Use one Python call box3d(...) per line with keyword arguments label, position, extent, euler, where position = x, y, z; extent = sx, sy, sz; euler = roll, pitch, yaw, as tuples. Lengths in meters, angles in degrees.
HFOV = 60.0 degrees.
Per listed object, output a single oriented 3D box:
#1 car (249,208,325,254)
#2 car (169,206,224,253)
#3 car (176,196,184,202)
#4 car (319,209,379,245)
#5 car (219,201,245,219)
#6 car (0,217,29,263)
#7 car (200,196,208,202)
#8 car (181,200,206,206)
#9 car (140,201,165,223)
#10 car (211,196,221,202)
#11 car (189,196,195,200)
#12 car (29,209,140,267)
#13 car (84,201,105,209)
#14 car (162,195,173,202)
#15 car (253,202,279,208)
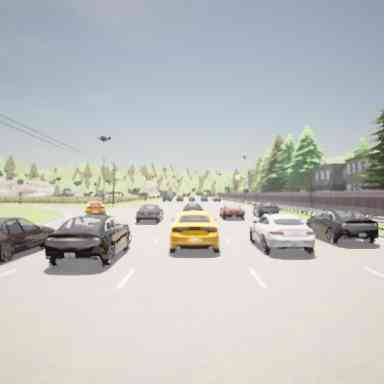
box3d(label="car", position=(3.599, 1.611, 13.809), extent=(1.812, 1.442, 4.674), euler=(0, 0, 0))
box3d(label="car", position=(0.097, 1.565, 14.258), extent=(1.882, 1.535, 5.008), euler=(0, 0, 0))
box3d(label="car", position=(-3.484, 2.056, 92.617), extent=(1.837, 1.490, 4.892), euler=(0, 0, 0))
box3d(label="car", position=(7.100, 1.592, 16.241), extent=(2.128, 1.511, 4.902), euler=(0, 0, 0))
box3d(label="car", position=(3.603, 1.787, 30.610), extent=(1.895, 1.301, 4.718), euler=(0, 0, 0))
box3d(label="car", position=(-6.901, 1.622, 12.156), extent=(2.033, 1.411, 5.357), euler=(0, 0, 0))
box3d(label="car", position=(3.516, 2.035, 92.616), extent=(1.882, 1.535, 5.008), euler=(0, 0, 0))
box3d(label="car", position=(0.103, 1.762, 32.741), extent=(1.994, 1.385, 4.181), euler=(0, 0, 0))
box3d(label="car", position=(-3.399, 1.712, 27.301), extent=(2.033, 1.411, 5.357), euler=(0, 0, 0))
box3d(label="car", position=(7.016, 2.082, 92.615), extent=(2.128, 1.511, 4.902), euler=(0, 0, 0))
box3d(label="car", position=(0.016, 2.034, 92.617), extent=(1.882, 1.535, 5.008), euler=(0, 0, 0))
box3d(label="car", position=(-3.406, 1.564, 11.701), extent=(2.128, 1.511, 4.902), euler=(0, 0, 0))
box3d(label="car", position=(-9.793, 1.678, 33.456), extent=(1.882, 1.535, 5.008), euler=(0, 0, -18))
box3d(label="car", position=(-6.984, 1.782, 92.649), extent=(2.150, 2.045, 5.566), euler=(0, 0, 0))
box3d(label="car", position=(7.103, 1.689, 32.186), extent=(2.128, 1.511, 4.902), euler=(0, 0, 0))
